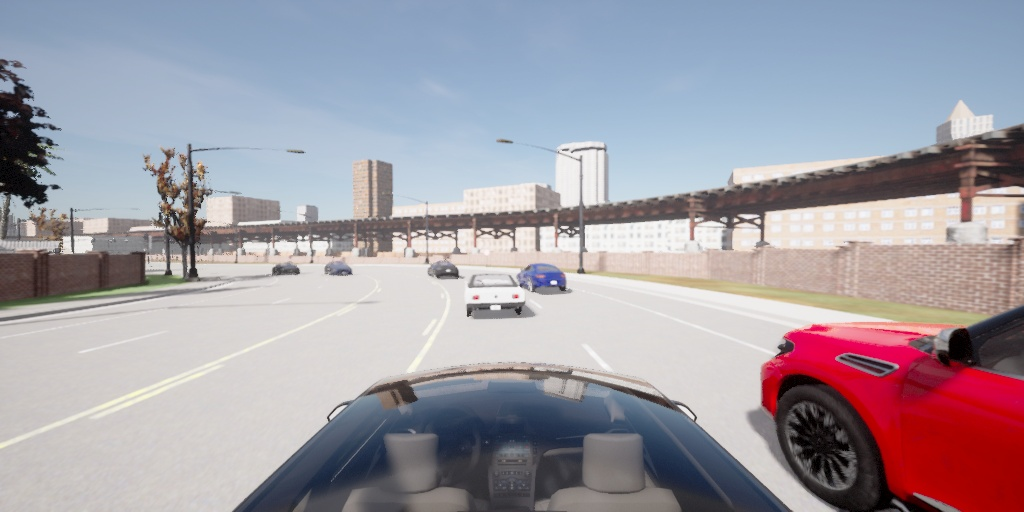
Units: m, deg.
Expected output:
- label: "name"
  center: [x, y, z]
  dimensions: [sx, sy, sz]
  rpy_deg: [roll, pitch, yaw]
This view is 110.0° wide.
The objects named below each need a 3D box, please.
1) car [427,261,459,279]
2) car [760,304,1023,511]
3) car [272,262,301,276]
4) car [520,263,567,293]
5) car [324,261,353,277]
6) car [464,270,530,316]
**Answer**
- label: "car"
  center: [-5.845, 1.117, 30.110]
  dimensions: [1.994, 1.385, 4.181]
  rpy_deg: [-1, 1, -24]
- label: "car"
  center: [3.521, 0.958, 1.152]
  dimensions: [2.150, 2.045, 5.566]
  rpy_deg: [0, 1, 0]
- label: "car"
  center: [-23.926, 1.353, 37.988]
  dimensions: [1.994, 1.385, 4.181]
  rpy_deg: [-2, 1, -44]
- label: "car"
  center: [1.521, 1.103, 19.535]
  dimensions: [1.812, 1.442, 4.674]
  rpy_deg: [-1, 1, -12]
- label: "car"
  center: [-17.315, 1.228, 35.604]
  dimensions: [2.033, 1.411, 5.357]
  rpy_deg: [-1, 1, -37]
- label: "car"
  center: [-0.802, 1.260, 13.083]
  dimensions: [1.895, 1.301, 4.718]
  rpy_deg: [-1, 0, -8]
